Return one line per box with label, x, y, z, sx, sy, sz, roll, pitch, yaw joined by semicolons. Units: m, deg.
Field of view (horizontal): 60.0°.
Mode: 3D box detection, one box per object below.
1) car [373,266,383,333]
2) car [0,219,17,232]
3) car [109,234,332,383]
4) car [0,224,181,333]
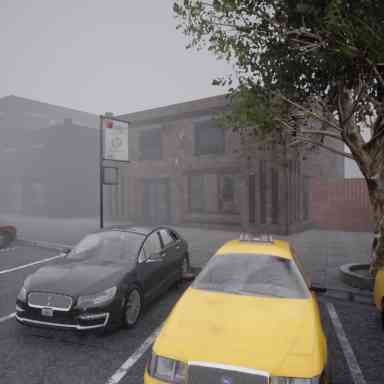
car;3.411;1.480;3.438;1.946;1.575;5.366;1;-1;16
car;-8.734;1.528;12.357;2.002;1.452;4.674;1;-1;16
car;0.968;1.480;5.183;1.946;1.575;5.366;1;-1;16
car;-1.418;1.487;7.114;2.231;1.521;4.892;1;-1;16
